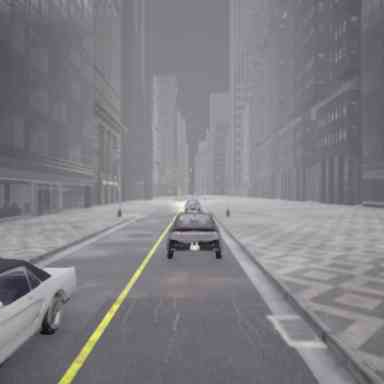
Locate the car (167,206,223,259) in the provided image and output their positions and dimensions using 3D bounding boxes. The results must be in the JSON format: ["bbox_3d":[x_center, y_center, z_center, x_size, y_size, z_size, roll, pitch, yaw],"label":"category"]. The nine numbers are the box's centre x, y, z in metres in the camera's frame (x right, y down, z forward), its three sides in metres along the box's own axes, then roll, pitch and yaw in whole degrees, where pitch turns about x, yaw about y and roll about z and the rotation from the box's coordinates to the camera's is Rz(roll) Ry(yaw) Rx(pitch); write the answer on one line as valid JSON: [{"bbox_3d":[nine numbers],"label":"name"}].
[{"bbox_3d":[0.089,1.505,12.709,2.128,1.511,4.902,0,0,0],"label":"car"}]

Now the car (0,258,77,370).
[{"bbox_3d":[-3.085,1.605,3.989,1.895,1.301,4.718,0,0,0],"label":"car"}]

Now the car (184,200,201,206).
[{"bbox_3d":[0.094,1.575,38.190,2.033,1.411,5.357,0,0,0],"label":"car"}]
